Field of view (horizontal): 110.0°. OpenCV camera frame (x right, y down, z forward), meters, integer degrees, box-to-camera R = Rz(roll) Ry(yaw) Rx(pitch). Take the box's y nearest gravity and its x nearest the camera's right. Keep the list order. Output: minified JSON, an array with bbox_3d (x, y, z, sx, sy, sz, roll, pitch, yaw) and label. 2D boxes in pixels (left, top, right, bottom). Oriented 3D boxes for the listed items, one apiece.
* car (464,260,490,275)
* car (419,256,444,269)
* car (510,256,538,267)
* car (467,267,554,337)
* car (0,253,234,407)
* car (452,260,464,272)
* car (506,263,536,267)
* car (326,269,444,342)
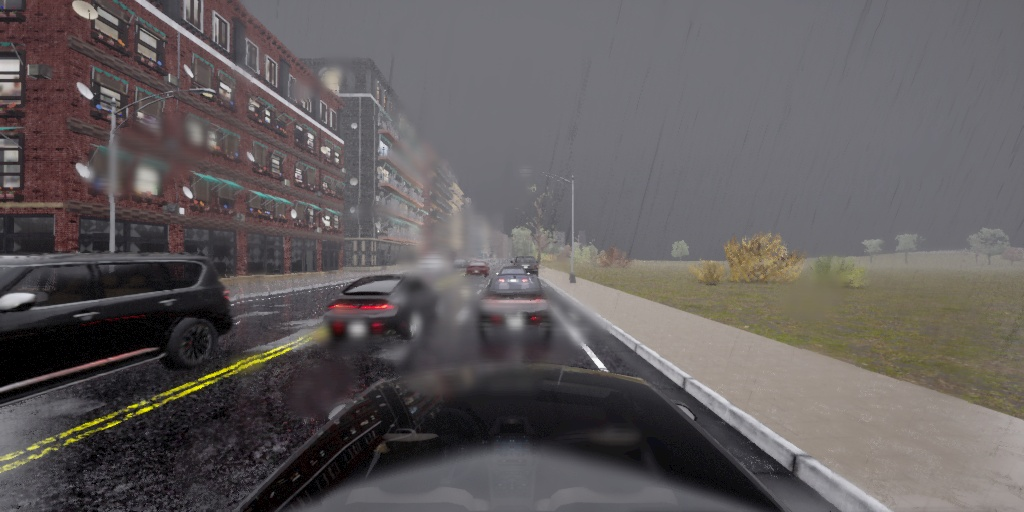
[{"bbox_3d":[-3.228,1.231,35.119,1.882,1.535,5.008,0,0,0],"label":"car"},{"bbox_3d":[-9.952,0.975,44.705,2.150,2.045,5.566,0,0,0],"label":"car"},{"bbox_3d":[1.069,0.979,30.924,2.150,2.045,5.566,0,0,0],"label":"car"},{"bbox_3d":[0.081,1.243,10.272,2.128,1.511,4.902,0,0,0],"label":"car"},{"bbox_3d":[-6.606,0.972,4.798,2.150,2.045,5.566,0,0,0],"label":"car"},{"bbox_3d":[-6.706,1.231,47.212,1.882,1.535,5.008,0,0,0],"label":"car"},{"bbox_3d":[0.060,1.301,20.712,2.033,1.411,5.357,0,0,0],"label":"car"},{"bbox_3d":[-3.169,1.256,9.766,1.837,1.490,4.892,0,0,0],"label":"car"}]
